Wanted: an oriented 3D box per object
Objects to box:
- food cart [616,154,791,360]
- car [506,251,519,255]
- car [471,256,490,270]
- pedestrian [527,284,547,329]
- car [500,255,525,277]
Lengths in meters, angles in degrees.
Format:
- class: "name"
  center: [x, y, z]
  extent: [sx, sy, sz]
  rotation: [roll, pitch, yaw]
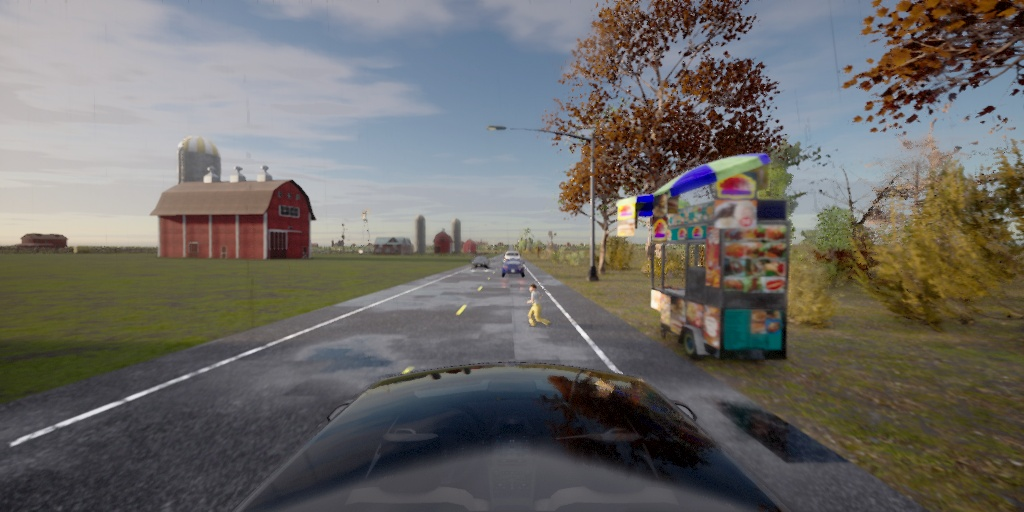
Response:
- class: "food cart"
  center: [4.000, 0.142, 7.876]
  extent: [2.280, 3.560, 4.660]
  rotation: [0, 0, 0]
- class: "car"
  center: [0.080, 0.393, 49.291]
  extent: [2.150, 2.045, 5.566]
  rotation: [0, 1, 0]
- class: "car"
  center: [-3.592, 0.772, 41.569]
  extent: [1.837, 1.490, 4.892]
  rotation: [0, 0, 0]
- class: "pedestrian"
  center: [0.635, 1.233, 9.328]
  extent: [0.375, 1.300, 0.375]
  rotation: [-1, 1, -3]
- class: "car"
  center: [0.092, 0.935, 29.879]
  extent: [1.812, 1.442, 4.674]
  rotation: [0, 1, 1]
